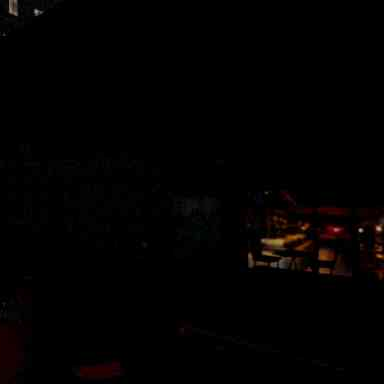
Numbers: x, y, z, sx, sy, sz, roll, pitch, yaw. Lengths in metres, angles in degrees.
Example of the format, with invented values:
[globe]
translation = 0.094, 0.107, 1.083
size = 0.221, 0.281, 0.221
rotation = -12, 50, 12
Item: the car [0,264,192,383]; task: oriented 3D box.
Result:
[car]
translation = -1.942, 1.623, 4.270
size = 4.206, 1.307, 1.802
rotation = -1, -1, 36
